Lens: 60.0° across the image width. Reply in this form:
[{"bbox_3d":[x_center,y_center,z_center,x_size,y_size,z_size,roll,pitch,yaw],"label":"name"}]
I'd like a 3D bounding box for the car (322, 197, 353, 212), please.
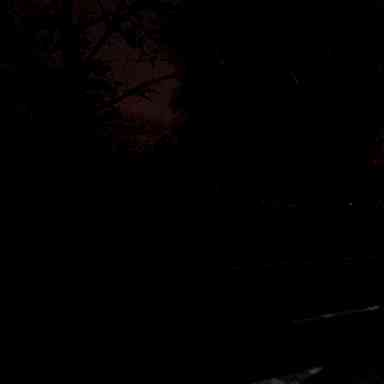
[{"bbox_3d":[16.412,1.385,38.551,2.097,1.767,4.553,0,0,-16],"label":"car"}]

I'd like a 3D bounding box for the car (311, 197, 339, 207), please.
[{"bbox_3d":[22.525,1.695,56.168,4.902,1.511,2.128,1,-1,-38],"label":"car"}]
